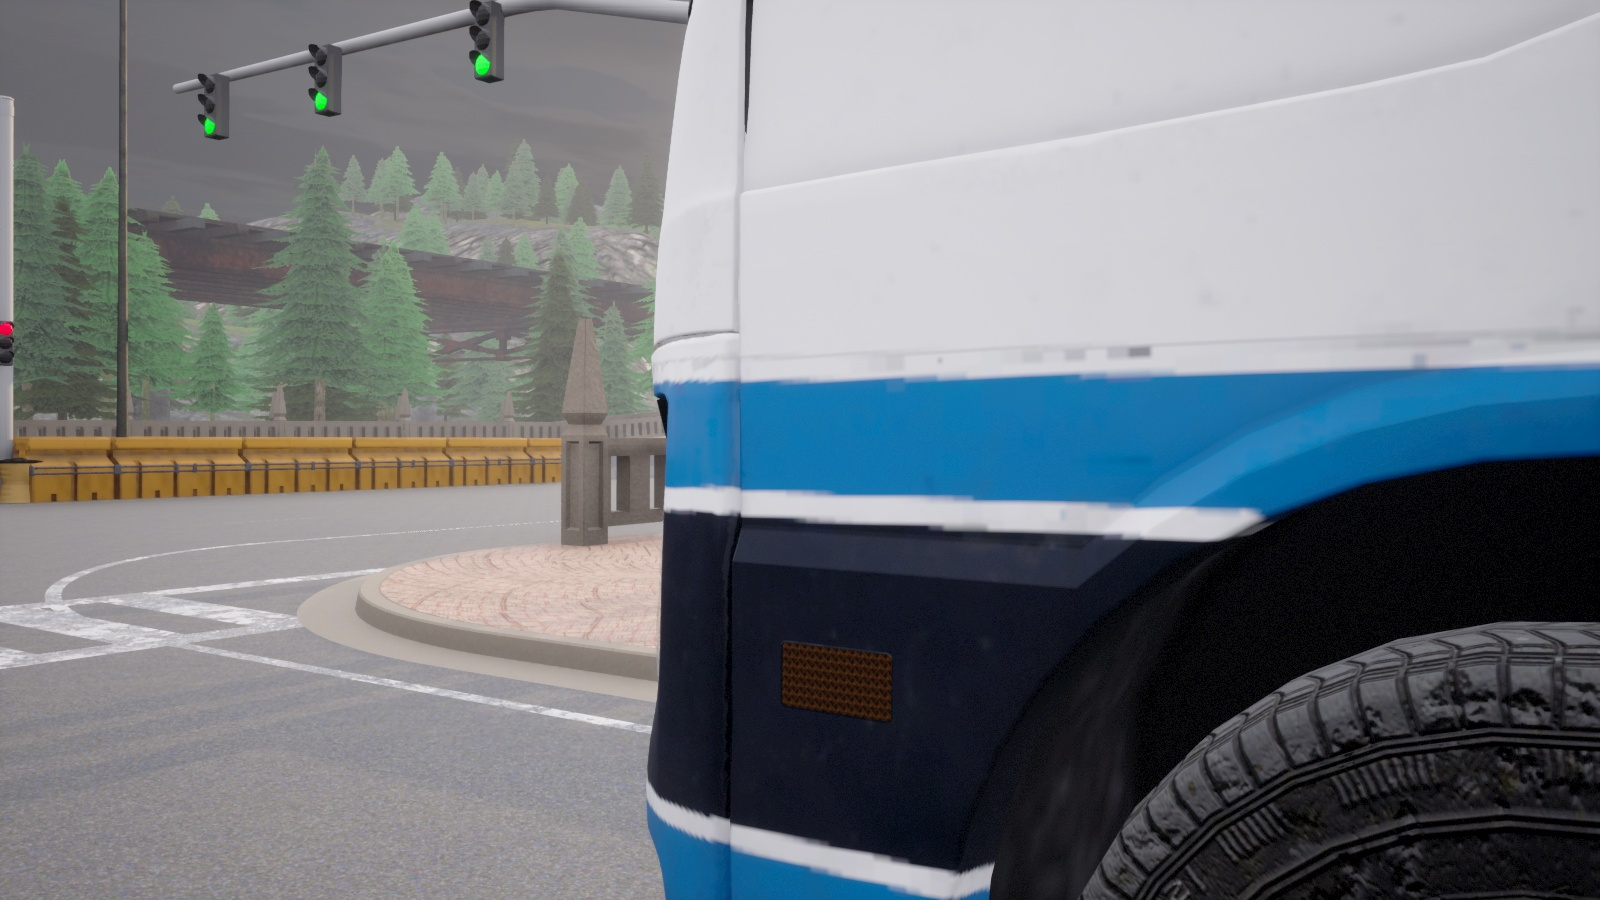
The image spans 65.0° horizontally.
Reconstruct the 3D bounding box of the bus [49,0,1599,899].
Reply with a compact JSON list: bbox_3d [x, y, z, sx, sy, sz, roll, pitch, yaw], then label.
[{"bbox_3d":[4.151,-0.694,0.838,10.273,4.253,3.944,0,1,34],"label":"bus"}]
